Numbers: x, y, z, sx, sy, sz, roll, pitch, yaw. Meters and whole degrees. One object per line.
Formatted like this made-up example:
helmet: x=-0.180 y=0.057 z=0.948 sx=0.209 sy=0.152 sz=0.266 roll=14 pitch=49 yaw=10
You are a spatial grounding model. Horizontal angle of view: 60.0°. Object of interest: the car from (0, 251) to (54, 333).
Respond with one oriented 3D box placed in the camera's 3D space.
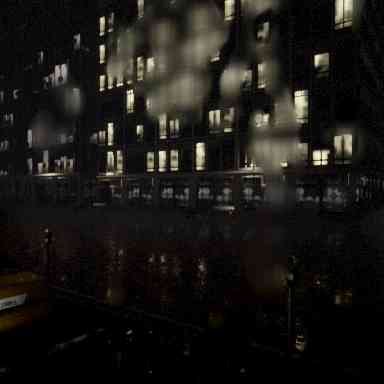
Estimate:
car: x=-4.456 y=1.526 z=6.033 sx=4.829 sy=1.417 sz=1.752 roll=0 pitch=0 yaw=35
